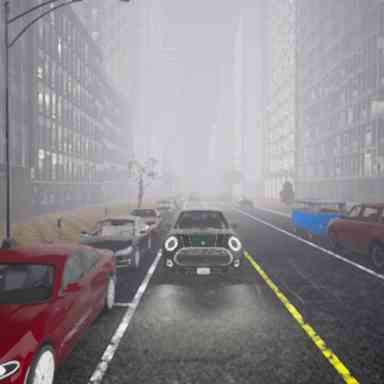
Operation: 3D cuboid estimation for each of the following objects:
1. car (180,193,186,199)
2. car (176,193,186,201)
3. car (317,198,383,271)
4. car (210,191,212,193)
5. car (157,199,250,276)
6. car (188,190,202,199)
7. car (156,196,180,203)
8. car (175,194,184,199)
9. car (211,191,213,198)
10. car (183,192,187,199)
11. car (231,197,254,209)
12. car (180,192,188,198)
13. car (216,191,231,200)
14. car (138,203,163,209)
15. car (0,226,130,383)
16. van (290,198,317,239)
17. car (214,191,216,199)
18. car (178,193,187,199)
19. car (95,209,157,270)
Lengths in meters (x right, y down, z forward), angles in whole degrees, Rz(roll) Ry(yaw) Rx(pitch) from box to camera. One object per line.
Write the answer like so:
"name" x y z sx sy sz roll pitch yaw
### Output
"car" -2.231 1.168 50.295 1.802 1.307 4.206 -1 0 0
"car" -2.194 0.972 67.175 1.752 1.417 4.829 -1 0 0
"car" 6.060 1.228 10.491 2.192 1.841 5.009 -1 0 0
"car" 6.234 0.696 90.060 1.967 1.590 4.097 -1 0 0
"car" 0.280 1.267 10.149 2.097 1.767 4.553 0 1 0
"car" 0.483 0.742 58.339 2.150 2.045 5.566 0 0 0
"car" -2.281 1.324 27.561 2.008 1.369 4.403 -1 0 0
"car" -2.256 1.231 38.928 2.008 1.369 4.403 -1 0 0
"car" 6.210 0.791 78.693 1.967 1.590 4.097 -1 0 0
"car" -2.220 0.979 55.977 1.967 1.590 4.097 -1 0 0
"car" 6.125 1.231 38.910 2.008 1.369 4.403 -1 0 0
"car" -2.145 0.806 90.079 2.008 1.369 4.403 -1 0 0
"car" 6.171 0.808 61.642 2.192 1.841 5.009 -1 0 0
"car" -2.305 1.448 16.195 1.802 1.307 4.206 -1 0 0
"car" -2.330 1.504 4.828 1.887 1.381 4.507 -1 0 0
"van" 6.073 1.208 16.175 1.690 1.788 3.998 -1 0 0
"car" 6.184 0.761 67.326 2.192 1.841 5.009 -1 0 0
"car" -2.170 0.916 78.713 1.947 1.339 4.313 -1 0 0
"car" -2.319 1.464 10.511 2.008 1.369 4.403 -1 0 0
